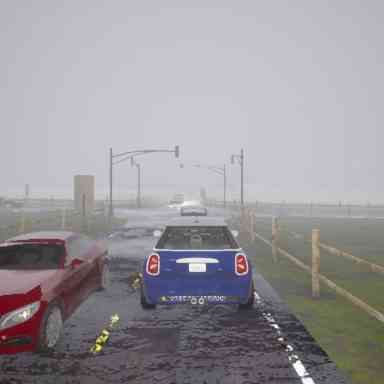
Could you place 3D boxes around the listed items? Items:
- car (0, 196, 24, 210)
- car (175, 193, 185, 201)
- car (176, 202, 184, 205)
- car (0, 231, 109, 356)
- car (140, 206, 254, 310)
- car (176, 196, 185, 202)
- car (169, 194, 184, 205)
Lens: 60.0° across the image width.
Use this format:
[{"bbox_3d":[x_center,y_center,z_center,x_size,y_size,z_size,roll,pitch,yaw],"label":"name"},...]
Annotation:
[{"bbox_3d":[-21.052,1.112,36.272,5.008,1.535,1.882,1,0,0],"label":"car"},{"bbox_3d":[-2.756,1.242,68.041,2.150,2.045,5.566,0,0,0],"label":"car"},{"bbox_3d":[0.092,1.509,17.307,1.837,1.490,4.892,0,0,0],"label":"car"},{"bbox_3d":[-2.851,1.526,6.243,1.812,1.442,4.674,0,0,0],"label":"car"},{"bbox_3d":[0.096,1.353,7.990,2.097,1.767,4.553,0,0,0],"label":"car"},{"bbox_3d":[-2.702,1.566,78.709,2.033,1.411,5.357,0,0,0],"label":"car"},{"bbox_3d":[-2.851,1.580,58.577,1.994,1.385,4.181,0,0,0],"label":"car"}]
